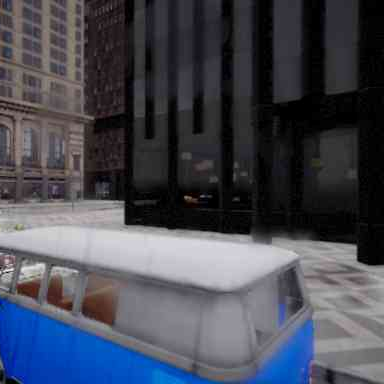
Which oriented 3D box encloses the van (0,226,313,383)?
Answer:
[{"bbox_3d":[-0.796,1.338,3.527,3.998,1.788,1.690,0,0,36],"label":"van"}]
